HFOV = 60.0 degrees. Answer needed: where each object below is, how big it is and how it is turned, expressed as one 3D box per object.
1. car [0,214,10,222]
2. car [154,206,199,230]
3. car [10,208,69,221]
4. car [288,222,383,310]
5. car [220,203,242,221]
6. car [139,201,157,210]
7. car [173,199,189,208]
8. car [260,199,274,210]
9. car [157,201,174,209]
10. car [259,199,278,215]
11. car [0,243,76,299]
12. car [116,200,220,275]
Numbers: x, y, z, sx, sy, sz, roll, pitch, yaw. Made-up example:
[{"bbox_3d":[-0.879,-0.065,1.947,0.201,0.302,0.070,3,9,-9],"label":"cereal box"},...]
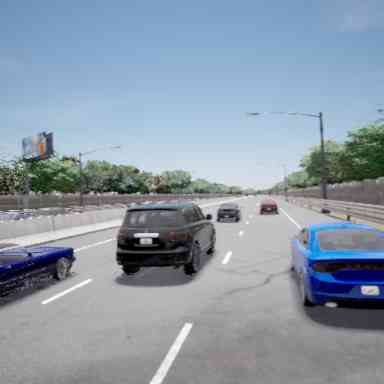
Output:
[{"bbox_3d":[-15.002,2.494,28.301,2.033,1.411,5.357,-2,-1,12],"label":"car"},{"bbox_3d":[-1.039,1.904,25.713,2.033,1.411,5.357,-2,-1,12],"label":"car"},{"bbox_3d":[-11.776,2.148,26.715,2.097,1.767,4.553,-2,-1,12],"label":"car"},{"bbox_3d":[3.377,1.436,7.771,1.882,1.535,5.008,-2,-1,12],"label":"car"},{"bbox_3d":[3.304,1.736,29.287,1.837,1.490,4.892,-2,-1,12],"label":"car"},{"bbox_3d":[-9.295,2.848,70.730,2.128,1.511,4.902,-2,-1,12],"label":"car"},{"bbox_3d":[-2.284,2.392,70.099,2.097,1.767,4.553,-2,-1,12],"label":"car"},{"bbox_3d":[10.553,1.711,46.712,1.812,1.442,4.674,-2,-1,12],"label":"car"},{"bbox_3d":[-5.613,2.710,71.214,2.128,1.511,4.902,-2,-1,12],"label":"car"},{"bbox_3d":[8.440,1.603,36.572,1.882,1.535,5.008,-2,-1,12],"label":"car"},{"bbox_3d":[-4.851,1.892,8.109,1.895,1.301,4.718,-2,-1,12],"label":"car"},{"bbox_3d":[-0.612,1.380,11.240,2.150,2.045,5.566,-2,-1,12],"label":"car"}]
